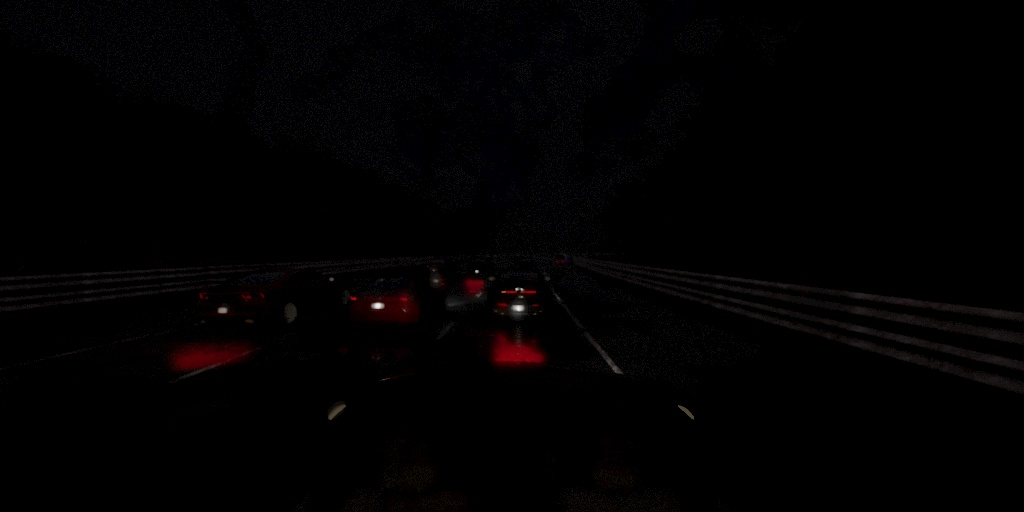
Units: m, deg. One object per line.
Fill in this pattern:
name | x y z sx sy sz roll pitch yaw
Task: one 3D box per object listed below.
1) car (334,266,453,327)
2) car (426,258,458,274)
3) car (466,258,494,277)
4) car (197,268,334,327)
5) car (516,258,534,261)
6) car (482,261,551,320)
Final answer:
car | -3.278 1.176 10.908 1.994 1.385 4.181 0 1 2
car | -5.862 0.868 30.025 1.812 1.442 4.674 0 1 4
car | -2.436 0.862 28.980 1.837 1.490 4.892 0 1 4
car | -6.782 1.088 10.963 1.882 1.535 5.008 0 1 2
car | 1.064 0.863 28.839 1.837 1.490 4.892 0 1 4
car | 0.252 1.102 11.968 1.837 1.490 4.892 0 1 2
